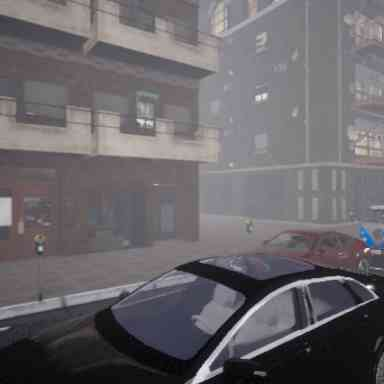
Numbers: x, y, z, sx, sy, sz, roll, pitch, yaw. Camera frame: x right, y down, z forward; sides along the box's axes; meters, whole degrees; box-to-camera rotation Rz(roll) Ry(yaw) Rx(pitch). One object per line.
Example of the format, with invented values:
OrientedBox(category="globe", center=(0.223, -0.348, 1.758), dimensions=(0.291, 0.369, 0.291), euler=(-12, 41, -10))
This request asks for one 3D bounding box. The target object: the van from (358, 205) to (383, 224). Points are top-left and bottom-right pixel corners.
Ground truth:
OrientedBox(category="van", center=(7.301, 1.294, 11.327), dimensions=(3.998, 1.788, 1.690), euler=(0, 0, -36))

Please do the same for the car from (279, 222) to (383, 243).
OrientedBox(category="car", center=(2.752, 1.557, 8.073), dimensions=(4.206, 1.307, 1.802), euler=(0, 0, -36))

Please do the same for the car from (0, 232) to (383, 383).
OrientedBox(category="car", center=(0.390, 1.485, 3.349), dimensions=(4.902, 1.511, 2.128), euler=(0, 0, -36))
